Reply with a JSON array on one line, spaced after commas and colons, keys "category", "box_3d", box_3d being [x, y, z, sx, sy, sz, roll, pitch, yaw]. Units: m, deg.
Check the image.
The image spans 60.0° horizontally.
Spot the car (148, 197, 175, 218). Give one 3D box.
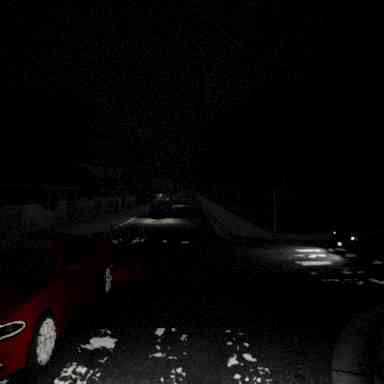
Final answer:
[{"category": "car", "box_3d": [-2.816, 1.488, 30.389, 1.882, 1.535, 5.008, 0, 0, 0]}]

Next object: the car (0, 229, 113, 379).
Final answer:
[{"category": "car", "box_3d": [-2.777, 1.505, 5.836, 1.882, 1.535, 5.008, -1, -1, 0]}]

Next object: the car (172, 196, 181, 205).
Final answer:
[{"category": "car", "box_3d": [-2.875, 1.444, 56.158, 1.812, 1.442, 4.674, 0, 0, 0]}]

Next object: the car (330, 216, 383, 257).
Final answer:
[{"category": "car", "box_3d": [7.749, 1.343, 11.489, 5.357, 1.411, 2.033, -1, 0, 0]}]
